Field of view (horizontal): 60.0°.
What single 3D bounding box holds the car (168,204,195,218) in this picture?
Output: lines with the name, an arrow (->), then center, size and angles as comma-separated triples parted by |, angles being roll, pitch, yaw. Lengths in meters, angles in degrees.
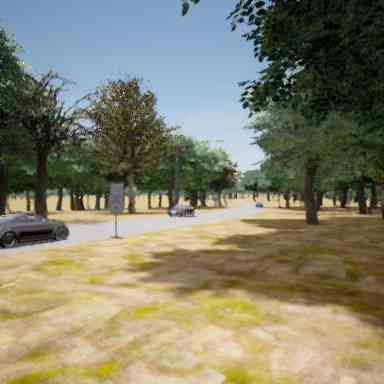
car -> -1.152, 2.169, 38.904 | 2.128, 1.511, 4.902 | 1, -1, 22

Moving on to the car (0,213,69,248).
car -> -7.924, 1.714, 15.764 | 1.994, 1.385, 4.181 | 1, -1, 26

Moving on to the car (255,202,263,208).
car -> 18.139, 3.468, 89.742 | 1.994, 1.385, 4.181 | 1, -1, 13
